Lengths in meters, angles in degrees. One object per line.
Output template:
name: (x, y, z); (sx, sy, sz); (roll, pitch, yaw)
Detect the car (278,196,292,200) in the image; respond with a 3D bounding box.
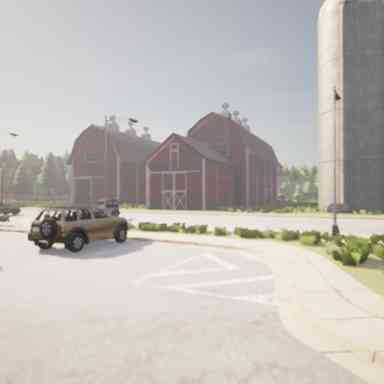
car: (23.654, 1.915, 85.318); (3.866, 1.878, 1.905); (2, -7, -18)

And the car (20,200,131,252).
car: (-4.710, 1.448, 14.558); (1.932, 1.855, 4.605); (0, -1, 25)

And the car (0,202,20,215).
car: (-20.779, 1.847, 36.075); (1.816, 1.474, 4.193); (0, -1, 25)
